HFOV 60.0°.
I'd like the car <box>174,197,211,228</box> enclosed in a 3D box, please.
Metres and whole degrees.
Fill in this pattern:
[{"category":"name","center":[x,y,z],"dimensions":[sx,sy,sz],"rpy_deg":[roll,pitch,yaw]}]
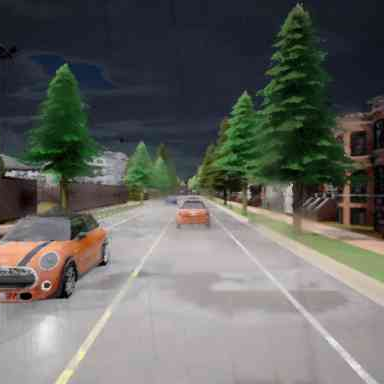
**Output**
[{"category":"car","center":[0.104,1.357,22.146],"dimensions":[2.097,1.767,4.553],"rpy_deg":[0,0,0]}]

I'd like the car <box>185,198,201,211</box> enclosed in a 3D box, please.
[{"category":"car","center":[0.104,1.514,41.626],"dimensions":[1.837,1.490,4.892],"rpy_deg":[0,0,0]}]

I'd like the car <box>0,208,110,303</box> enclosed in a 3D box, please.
[{"category":"car","center":[-3.599,1.354,8.423],"dimensions":[2.097,1.767,4.553],"rpy_deg":[0,0,0]}]

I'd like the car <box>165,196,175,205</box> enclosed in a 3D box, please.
[{"category":"car","center":[-3.509,1.491,57.417],"dimensions":[1.882,1.535,5.008],"rpy_deg":[0,0,0]}]
